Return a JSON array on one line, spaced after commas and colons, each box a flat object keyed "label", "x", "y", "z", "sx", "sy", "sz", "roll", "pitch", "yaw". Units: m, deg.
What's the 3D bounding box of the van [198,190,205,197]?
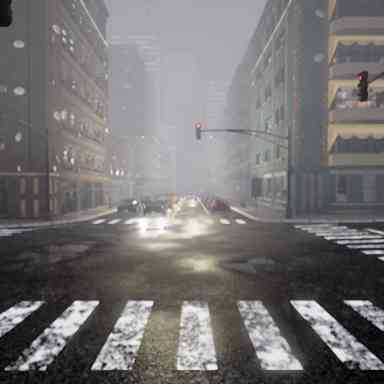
[{"label": "van", "x": 2.501, "y": 0.463, "z": 86.373, "sx": 1.690, "sy": 1.788, "sz": 3.998, "roll": -1, "pitch": 1, "yaw": 0}]

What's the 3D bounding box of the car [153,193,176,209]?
[{"label": "car", "x": -3.175, "y": 1.164, "z": 38.150, "sx": 1.994, "sy": 1.385, "sz": 4.181, "roll": 0, "pitch": 1, "yaw": -1}]

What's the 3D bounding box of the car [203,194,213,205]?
[{"label": "car", "x": 2.607, "y": 1.180, "z": 36.666, "sx": 1.947, "sy": 1.339, "sz": 4.313, "roll": 0, "pitch": 1, "yaw": 0}]

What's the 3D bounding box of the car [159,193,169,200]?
[{"label": "car", "x": -5.843, "y": 0.865, "z": 69.800, "sx": 1.802, "sy": 1.307, "sz": 4.206, "roll": 0, "pitch": 1, "yaw": 0}]

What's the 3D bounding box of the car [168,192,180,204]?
[{"label": "car", "x": -3.156, "y": 0.850, "z": 48.197, "sx": 2.097, "sy": 1.767, "sz": 4.553, "roll": 0, "pitch": 1, "yaw": 0}]

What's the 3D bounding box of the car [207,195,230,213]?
[{"label": "car", "x": 2.619, "y": 1.253, "z": 31.143, "sx": 1.802, "sy": 1.307, "sz": 4.206, "roll": 0, "pitch": 1, "yaw": 0}]

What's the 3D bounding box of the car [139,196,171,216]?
[{"label": "car", "x": -3.144, "y": 1.294, "z": 29.062, "sx": 1.895, "sy": 1.301, "sz": 4.718, "roll": 0, "pitch": 1, "yaw": -1}]

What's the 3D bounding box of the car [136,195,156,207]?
[{"label": "car", "x": -5.785, "y": 1.125, "z": 42.184, "sx": 1.947, "sy": 1.339, "sz": 4.313, "roll": 0, "pitch": 1, "yaw": 0}]

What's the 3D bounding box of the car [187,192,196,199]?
[{"label": "car", "x": -0.147, "y": 0.702, "z": 70.625, "sx": 1.895, "sy": 1.301, "sz": 4.718, "roll": 0, "pitch": 1, "yaw": 0}]

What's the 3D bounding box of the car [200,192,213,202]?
[{"label": "car", "x": 2.584, "y": 1.048, "z": 47.712, "sx": 1.887, "sy": 1.381, "sz": 4.507, "roll": 0, "pitch": 1, "yaw": 0}]

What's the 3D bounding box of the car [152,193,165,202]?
[{"label": "car", "x": -5.820, "y": 0.938, "z": 58.753, "sx": 1.887, "sy": 1.381, "sz": 4.507, "roll": 0, "pitch": 1, "yaw": 0}]

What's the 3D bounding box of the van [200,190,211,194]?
[{"label": "van", "x": 2.571, "y": 0.789, "z": 53.233, "sx": 1.690, "sy": 1.788, "sz": 3.998, "roll": 0, "pitch": 1, "yaw": 0}]

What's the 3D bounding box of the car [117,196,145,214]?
[{"label": "car", "x": -5.762, "y": 1.237, "z": 31.137, "sx": 1.947, "sy": 1.339, "sz": 4.313, "roll": 0, "pitch": 1, "yaw": 0}]

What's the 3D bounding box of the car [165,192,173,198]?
[{"label": "car", "x": -5.878, "y": 0.649, "z": 86.199, "sx": 1.752, "sy": 1.417, "sz": 4.829, "roll": 0, "pitch": 1, "yaw": 0}]

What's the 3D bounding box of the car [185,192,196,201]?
[{"label": "car", "x": -0.127, "y": 0.900, "z": 60.591, "sx": 1.812, "sy": 1.442, "sz": 4.674, "roll": 0, "pitch": 1, "yaw": 0}]

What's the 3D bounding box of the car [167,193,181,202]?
[{"label": "car", "x": -3.123, "y": 0.940, "z": 58.735, "sx": 2.033, "sy": 1.411, "sz": 5.357, "roll": 0, "pitch": 1, "yaw": 0}]
